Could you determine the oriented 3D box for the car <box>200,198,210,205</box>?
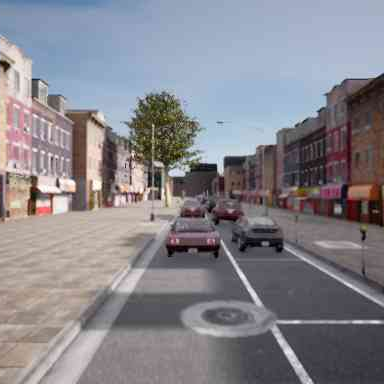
[{"bbox_3d":[2.632,1.885,69.552,1.887,1.381,4.507,1,0,0],"label":"car"}]

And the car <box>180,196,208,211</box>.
[{"bbox_3d":[0.059,1.505,29.500,2.097,1.767,4.553,0,0,0],"label":"car"}]

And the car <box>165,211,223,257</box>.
[{"bbox_3d":[0.057,1.676,13.322,1.895,1.301,4.718,0,0,0],"label":"car"}]

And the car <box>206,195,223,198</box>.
[{"bbox_3d":[2.972,1.433,40.401,2.150,2.045,5.566,0,0,0],"label":"car"}]

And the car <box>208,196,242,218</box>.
[{"bbox_3d":[2.645,1.449,25.226,2.192,1.841,5.009,1,0,0],"label":"car"}]

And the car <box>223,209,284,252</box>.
[{"bbox_3d":[2.644,1.630,14.143,2.008,1.369,4.403,1,0,0],"label":"car"}]

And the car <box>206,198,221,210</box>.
[{"bbox_3d":[3.004,1.715,47.370,1.882,1.535,5.008,0,0,0],"label":"car"}]

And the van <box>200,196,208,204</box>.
[{"bbox_3d":[2.633,1.707,75.093,1.690,1.788,3.998,1,0,0],"label":"van"}]
